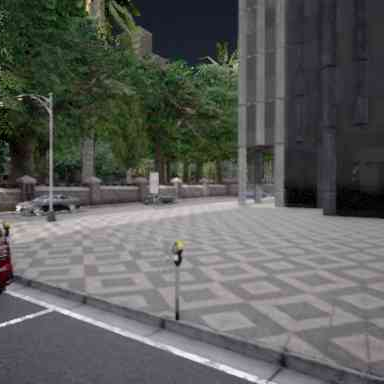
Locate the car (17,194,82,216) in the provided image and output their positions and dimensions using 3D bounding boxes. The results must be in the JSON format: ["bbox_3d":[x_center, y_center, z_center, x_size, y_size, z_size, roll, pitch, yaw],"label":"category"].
[{"bbox_3d":[-10.964,0.956,25.736,2.128,1.511,4.902,0,2,35],"label":"car"}]

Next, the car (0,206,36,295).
[{"bbox_3d":[-5.760,1.260,7.027,5.009,1.841,2.192,0,0,35],"label":"car"}]

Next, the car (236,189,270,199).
[{"bbox_3d":[8.926,0.276,48.219,2.033,1.411,5.357,0,2,36],"label":"car"}]

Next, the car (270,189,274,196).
[{"bbox_3d":[14.777,0.009,56.519,2.033,1.411,5.357,0,2,35],"label":"car"}]

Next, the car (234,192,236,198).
[{"bbox_3d":[8.272,0.195,52.579,1.994,1.385,4.181,0,2,36],"label":"car"}]

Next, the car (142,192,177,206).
[{"bbox_3d":[-3.518,0.711,36.184,1.994,1.385,4.181,0,2,36],"label":"car"}]
